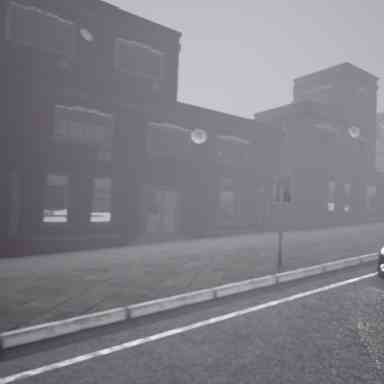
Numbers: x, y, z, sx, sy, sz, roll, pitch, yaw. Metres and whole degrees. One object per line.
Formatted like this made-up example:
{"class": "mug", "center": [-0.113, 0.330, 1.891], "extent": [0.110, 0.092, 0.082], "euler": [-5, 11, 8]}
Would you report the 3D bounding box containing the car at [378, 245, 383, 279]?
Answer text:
{"class": "car", "center": [6.713, 1.358, 8.473], "extent": [4.553, 1.767, 2.097], "euler": [0, 0, -36]}
